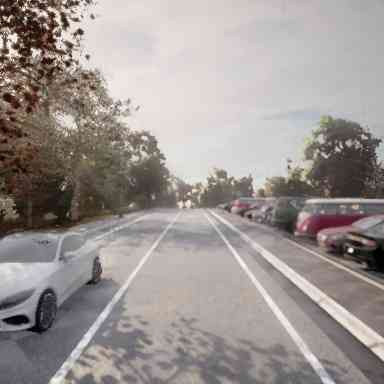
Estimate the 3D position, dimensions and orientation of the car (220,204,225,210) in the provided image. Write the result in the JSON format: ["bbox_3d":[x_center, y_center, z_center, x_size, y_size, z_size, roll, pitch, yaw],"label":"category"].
[{"bbox_3d":[7.074,1.798,45.659,5.566,2.045,2.435,0,-1,0],"label":"car"}]

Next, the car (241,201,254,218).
[{"bbox_3d":[7.047,1.769,29.001,4.792,1.488,2.163,0,-1,0],"label":"car"}]

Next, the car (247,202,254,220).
[{"bbox_3d":[7.075,1.727,26.223,4.674,1.452,2.002,0,-1,0],"label":"car"}]

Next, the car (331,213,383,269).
[{"bbox_3d":[7.041,1.526,9.588,5.008,1.535,2.097,0,0,0],"label":"car"}]

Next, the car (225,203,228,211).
[{"bbox_3d":[7.127,2.027,42.877,4.792,1.488,2.163,0,-1,0],"label":"car"}]

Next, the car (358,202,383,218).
[{"bbox_3d":[20.160,1.837,34.344,5.008,1.535,2.097,0,-1,0],"label":"car"}]

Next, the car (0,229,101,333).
[{"bbox_3d":[-3.251,1.558,6.967,1.812,1.442,4.674,0,0,0],"label":"car"}]

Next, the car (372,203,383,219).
[{"bbox_3d":[20.154,1.786,31.574,4.892,1.521,2.231,0,-1,0],"label":"car"}]

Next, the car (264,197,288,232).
[{"bbox_3d":[7.088,1.296,17.917,5.566,2.045,2.435,0,0,0],"label":"car"}]

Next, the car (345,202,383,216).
[{"bbox_3d":[20.164,1.891,37.240,5.008,1.535,2.097,0,-1,0],"label":"car"}]

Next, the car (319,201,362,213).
[{"bbox_3d":[20.175,2.045,45.424,4.892,1.521,2.231,0,-1,0],"label":"car"}]

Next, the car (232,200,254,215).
[{"bbox_3d":[7.091,1.842,34.551,5.008,1.535,2.097,0,-1,0],"label":"car"}]

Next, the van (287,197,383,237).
[{"bbox_3d":[6.939,1.314,15.141,4.442,1.987,1.878,0,0,0],"label":"van"}]

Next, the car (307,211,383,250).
[{"bbox_3d":[7.054,1.573,12.364,4.674,1.452,2.002,0,0,0],"label":"car"}]

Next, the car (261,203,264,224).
[{"bbox_3d":[7.093,1.613,20.666,4.792,1.488,2.163,0,-1,0],"label":"car"}]

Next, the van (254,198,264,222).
[{"bbox_3d":[6.951,1.410,23.453,4.442,1.987,1.878,0,-1,0],"label":"van"}]

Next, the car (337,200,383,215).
[{"bbox_3d":[20.142,1.815,39.887,4.553,1.767,2.185,0,-1,0],"label":"car"}]

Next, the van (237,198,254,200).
[{"bbox_3d":[7.206,1.669,37.331,4.442,1.987,1.878,0,-1,0],"label":"van"}]

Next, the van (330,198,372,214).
[{"bbox_3d":[20.294,1.766,42.658,4.442,1.987,1.878,0,-1,0],"label":"van"}]

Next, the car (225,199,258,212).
[{"bbox_3d":[7.138,1.979,48.427,4.553,1.767,2.185,0,-1,0],"label":"car"}]

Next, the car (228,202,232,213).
[{"bbox_3d":[7.096,1.986,40.102,4.674,1.452,2.002,0,-1,0],"label":"car"}]
